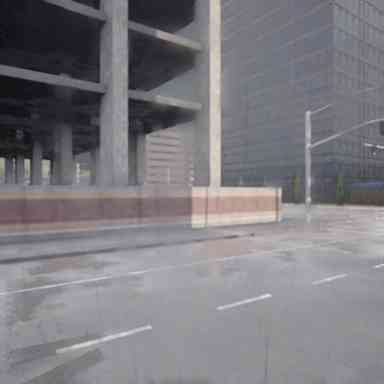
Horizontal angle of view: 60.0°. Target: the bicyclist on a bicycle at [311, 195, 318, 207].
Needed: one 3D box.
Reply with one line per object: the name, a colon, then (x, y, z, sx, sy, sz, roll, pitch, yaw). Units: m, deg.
bicyclist on a bicycle: (17.132, 1.246, 46.660, 1.656, 1.620, 0.582, 0, 0, -36)
